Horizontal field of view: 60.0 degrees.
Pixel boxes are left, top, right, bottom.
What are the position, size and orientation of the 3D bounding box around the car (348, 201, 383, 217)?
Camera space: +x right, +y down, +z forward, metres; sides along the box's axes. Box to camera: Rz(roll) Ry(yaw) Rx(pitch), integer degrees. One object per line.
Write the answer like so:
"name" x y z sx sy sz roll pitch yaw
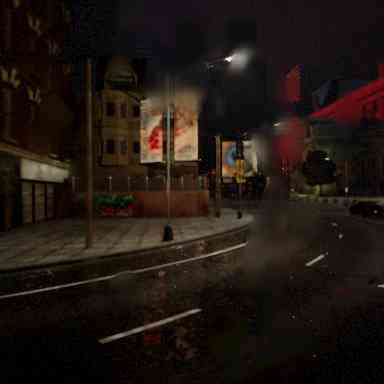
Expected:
"car" 17.302 1.666 33.257 1.812 1.442 4.674 0 0 5
